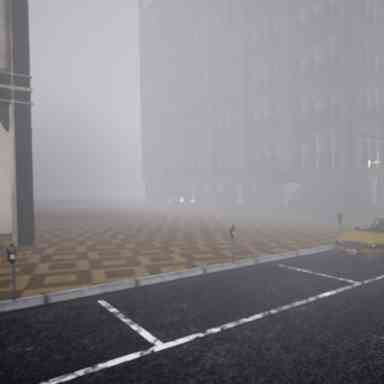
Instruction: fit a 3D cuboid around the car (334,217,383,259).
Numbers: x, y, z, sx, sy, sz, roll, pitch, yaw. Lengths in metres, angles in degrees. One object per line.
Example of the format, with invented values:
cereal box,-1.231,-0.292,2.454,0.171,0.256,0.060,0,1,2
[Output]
car,6.736,1.450,11.360,4.829,1.417,1.752,0,-1,-35
